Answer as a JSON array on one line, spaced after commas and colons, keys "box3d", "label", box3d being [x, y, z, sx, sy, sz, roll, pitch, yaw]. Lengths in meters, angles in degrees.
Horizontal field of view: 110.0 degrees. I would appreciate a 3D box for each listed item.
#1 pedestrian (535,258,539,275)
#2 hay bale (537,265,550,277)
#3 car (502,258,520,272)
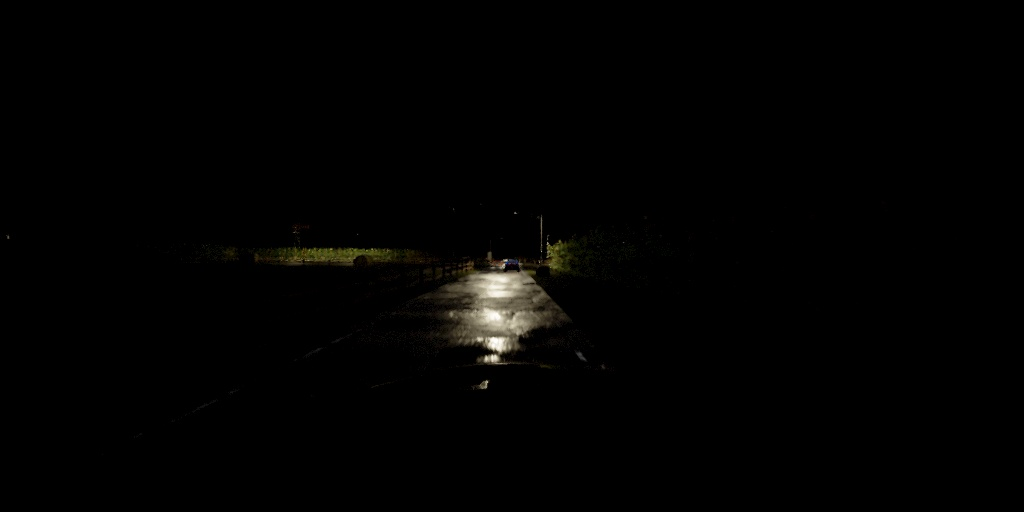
[{"box3d": [2.605, 1.081, 36.834, 0.375, 1.860, 0.375, 0, 0, -3], "label": "pedestrian"}, {"box3d": [3.111, 1.431, 35.747, 1.220, 1.180, 1.240, 0, 0, 0], "label": "hay bale"}, {"box3d": [0.007, 1.262, 46.307, 1.882, 1.535, 5.008, 0, 0, 0], "label": "car"}]
